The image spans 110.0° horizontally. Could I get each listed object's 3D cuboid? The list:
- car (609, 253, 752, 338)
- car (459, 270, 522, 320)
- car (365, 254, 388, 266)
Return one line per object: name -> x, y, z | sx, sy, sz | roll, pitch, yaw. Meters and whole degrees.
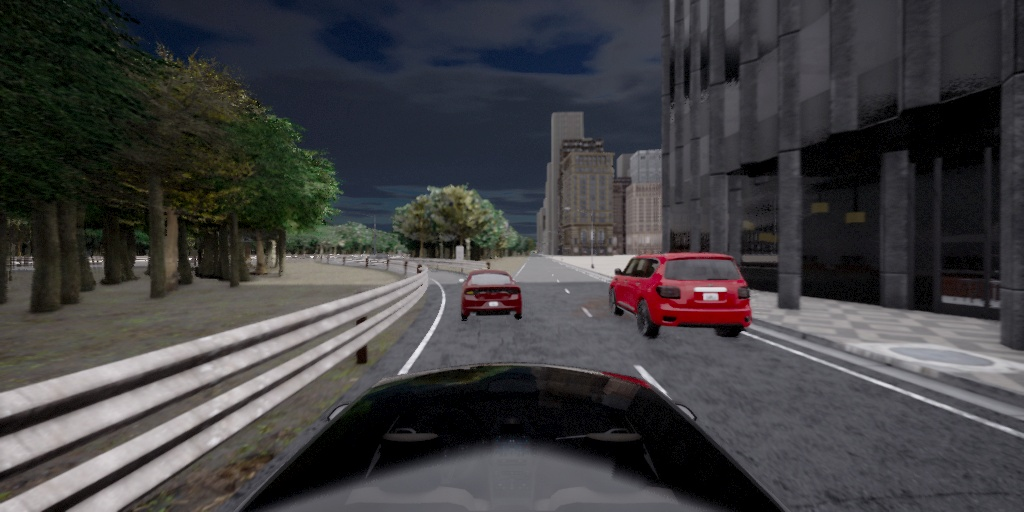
car -> 4.328, 0.943, 10.203 | 2.150, 2.045, 5.566 | 0, 0, 3
car -> -0.852, 1.219, 12.755 | 1.882, 1.535, 5.008 | 0, 0, -7
car -> -22.679, 0.603, 60.191 | 2.150, 2.045, 5.566 | -1, 1, -42
